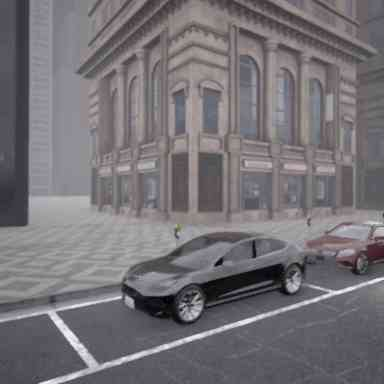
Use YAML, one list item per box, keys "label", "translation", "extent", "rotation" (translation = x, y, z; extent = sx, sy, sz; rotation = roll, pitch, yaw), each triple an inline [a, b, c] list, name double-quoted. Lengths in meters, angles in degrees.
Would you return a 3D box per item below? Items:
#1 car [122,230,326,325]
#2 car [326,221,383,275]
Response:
- label: "car"
  translation: [0.675, 1.566, 7.129]
  extent: [4.313, 1.339, 1.947]
  rotation: [0, 0, -36]
- label: "car"
  translation: [5.234, 1.584, 10.383]
  extent: [4.206, 1.307, 1.802]
  rotation: [0, 0, -36]
